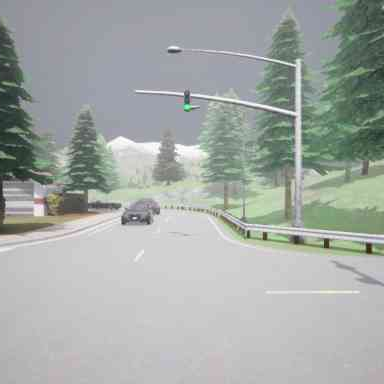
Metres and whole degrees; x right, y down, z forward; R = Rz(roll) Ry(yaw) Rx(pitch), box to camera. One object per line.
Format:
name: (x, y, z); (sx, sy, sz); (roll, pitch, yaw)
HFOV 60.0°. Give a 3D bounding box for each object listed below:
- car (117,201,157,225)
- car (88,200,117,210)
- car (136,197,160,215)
car: (-3.886, 1.564, 24.182); (1.994, 1.385, 4.181); (0, 0, -2)
car: (-11.223, 1.608, 41.741); (4.718, 1.301, 1.895); (0, 0, 14)
car: (-4.680, 1.352, 33.976); (2.097, 1.767, 4.553); (0, 0, -19)
